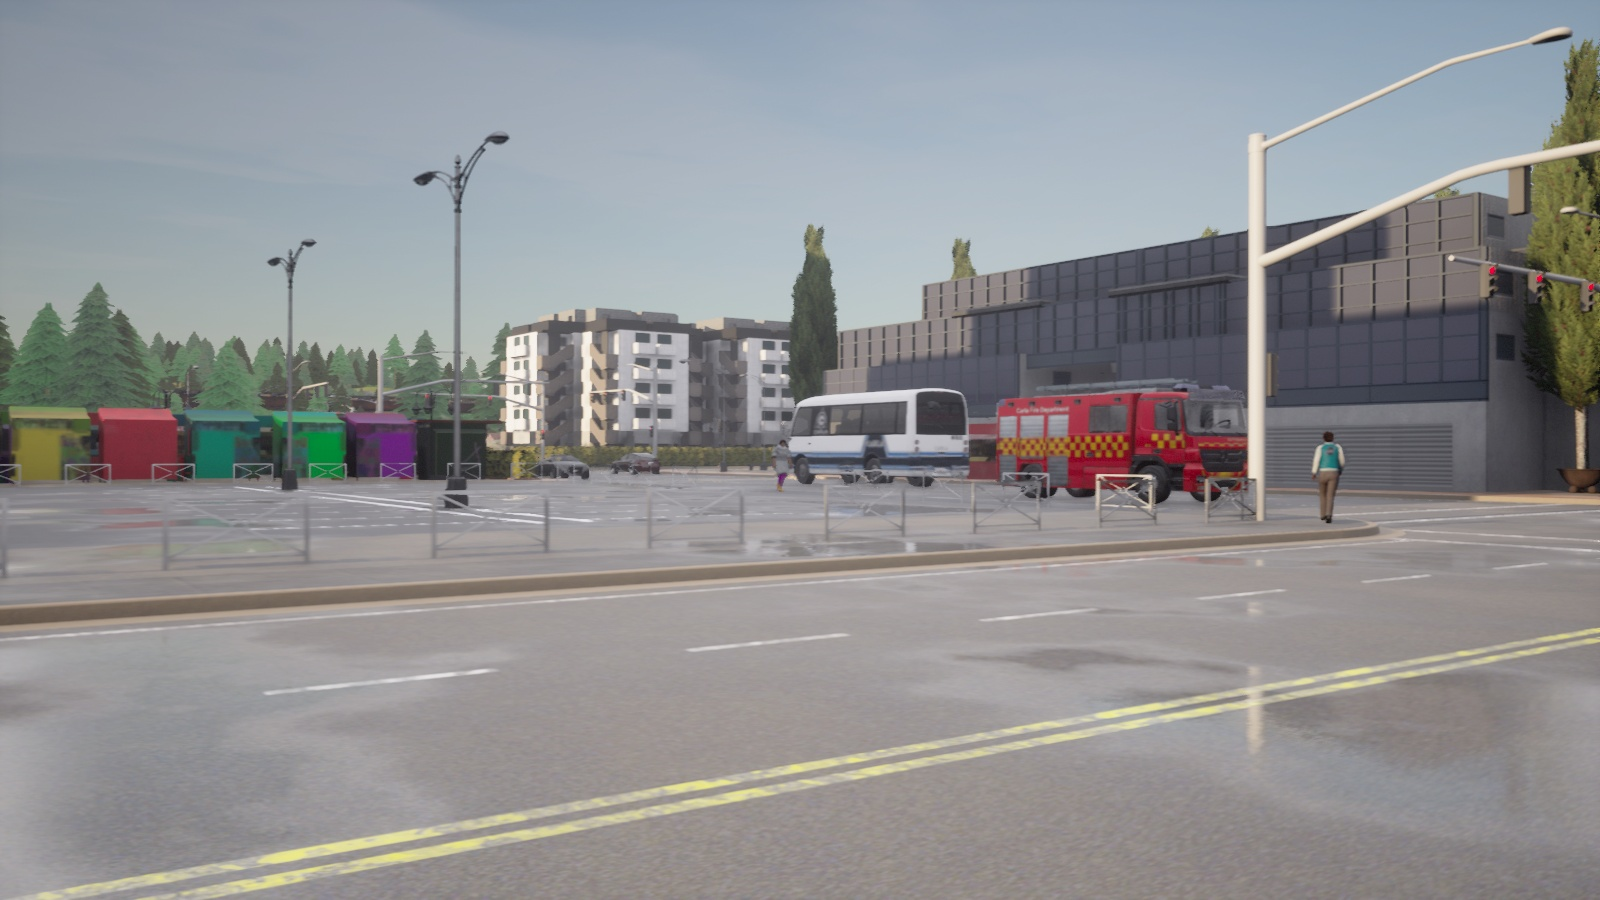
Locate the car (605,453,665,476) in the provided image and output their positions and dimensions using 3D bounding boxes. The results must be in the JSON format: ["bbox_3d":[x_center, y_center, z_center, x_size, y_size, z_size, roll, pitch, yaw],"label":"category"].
[{"bbox_3d":[-11.311,0.979,85.873,2.163,1.488,4.792,0,0,-33],"label":"car"}]

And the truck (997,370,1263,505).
[{"bbox_3d":[10.247,-0.343,40.114,2.891,3.827,8.468,0,0,-33],"label":"truck"}]

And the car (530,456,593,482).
[{"bbox_3d":[-13.234,1.007,69.621,1.994,1.385,4.181,0,0,-33],"label":"car"}]

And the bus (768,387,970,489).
[{"bbox_3d":[2.914,-0.496,57.707,3.944,4.253,10.273,0,0,-33],"label":"bus"}]

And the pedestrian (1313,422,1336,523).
[{"bbox_3d":[10.192,0.439,24.414,0.396,1.930,0.692,0,0,23],"label":"pedestrian"}]

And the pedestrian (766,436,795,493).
[{"bbox_3d":[-0.684,0.511,43.544,0.659,1.952,0.873,0,0,-32],"label":"pedestrian"}]
